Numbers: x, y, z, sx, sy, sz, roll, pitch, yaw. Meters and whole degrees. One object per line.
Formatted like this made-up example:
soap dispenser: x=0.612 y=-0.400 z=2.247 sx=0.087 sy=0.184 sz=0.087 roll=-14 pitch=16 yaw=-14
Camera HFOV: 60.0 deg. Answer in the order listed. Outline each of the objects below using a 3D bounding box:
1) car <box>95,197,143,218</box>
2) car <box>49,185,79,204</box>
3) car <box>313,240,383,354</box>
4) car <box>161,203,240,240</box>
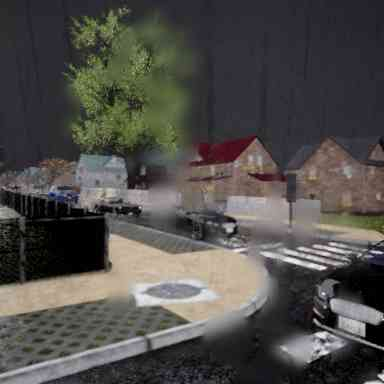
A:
car: x=-5.362 y=1.075 z=24.038 sx=1.895 sy=1.301 sz=4.718 roll=1 pitch=1 yaw=-35
car: x=-14.289 y=0.227 z=36.850 sx=2.150 sy=2.045 sz=5.566 roll=1 pitch=1 yaw=-35
car: x=4.140 y=1.563 z=5.899 sx=4.902 sy=1.511 sz=2.128 roll=1 pitch=0 yaw=-36
car: x=0.257 y=1.264 z=15.874 sx=2.128 sy=1.511 sz=4.902 roll=1 pitch=1 yaw=-33
